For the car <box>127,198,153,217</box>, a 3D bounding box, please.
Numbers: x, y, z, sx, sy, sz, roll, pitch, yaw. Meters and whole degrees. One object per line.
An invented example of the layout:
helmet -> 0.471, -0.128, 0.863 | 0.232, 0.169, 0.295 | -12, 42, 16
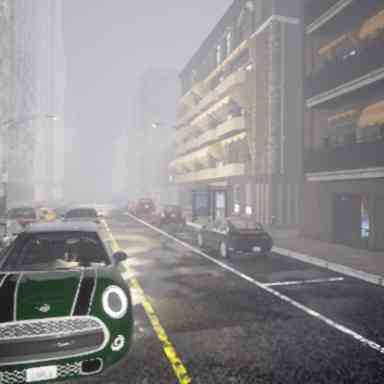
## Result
car -> -5.114, 1.553, 34.724 | 2.192, 1.841, 5.009 | 1, -1, -17

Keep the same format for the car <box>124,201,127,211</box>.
car -> -6.775, 1.849, 40.121 | 1.802, 1.307, 4.206 | 1, -1, -17

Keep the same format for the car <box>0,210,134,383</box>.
car -> -2.270, 1.376, 5.740 | 2.097, 1.767, 4.553 | 1, 0, -17

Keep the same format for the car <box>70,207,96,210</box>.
car -> -5.871, 1.565, 17.814 | 1.882, 1.535, 5.008 | 1, -1, -17

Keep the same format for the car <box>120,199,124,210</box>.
car -> -8.433, 1.878, 45.521 | 1.802, 1.307, 4.206 | 1, -1, -17

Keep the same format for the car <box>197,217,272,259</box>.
car -> 1.516, 1.675, 13.124 | 2.008, 1.369, 4.403 | 1, -1, -17

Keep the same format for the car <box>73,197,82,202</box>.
car -> -29.708, 1.889, 86.261 | 1.967, 1.590, 4.097 | 1, -1, -17

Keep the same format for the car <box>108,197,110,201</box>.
car -> -16.723, 2.020, 72.520 | 1.947, 1.339, 4.313 | 1, -1, -17

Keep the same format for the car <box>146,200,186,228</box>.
car -> -1.799, 1.621, 23.923 | 1.967, 1.590, 4.097 | 1, -1, -17

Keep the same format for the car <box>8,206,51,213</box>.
car -> -8.153, 1.490, 16.065 | 1.967, 1.590, 4.097 | 1, -1, -17

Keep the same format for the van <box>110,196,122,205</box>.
van -> -15.064, 1.763, 67.121 | 1.690, 1.788, 3.998 | 1, -1, -17

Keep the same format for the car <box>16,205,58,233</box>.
car -> -9.761, 1.603, 21.301 | 1.752, 1.417, 4.829 | 1, -1, -17
